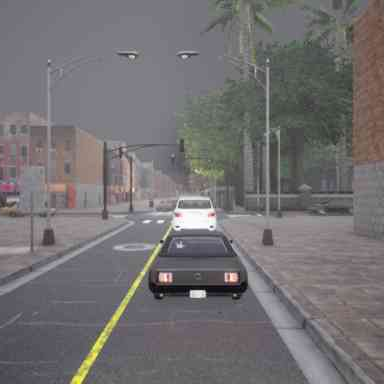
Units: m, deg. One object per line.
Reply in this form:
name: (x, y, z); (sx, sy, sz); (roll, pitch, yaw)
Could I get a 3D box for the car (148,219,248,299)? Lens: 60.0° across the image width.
car: (0.114, 1.602, 8.371); (1.895, 1.301, 4.718); (0, 0, 0)

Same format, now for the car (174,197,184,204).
car: (-2.643, 1.658, 68.416); (1.895, 1.301, 4.718); (0, 0, 0)

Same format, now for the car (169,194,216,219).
car: (0.134, 1.229, 18.136); (2.150, 2.045, 5.566); (0, 0, 0)

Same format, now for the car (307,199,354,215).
car: (13.734, 1.485, 32.440); (4.892, 1.490, 1.837); (0, 0, 0)

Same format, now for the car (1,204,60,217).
car: (-14.394, 1.570, 29.710); (4.829, 1.417, 1.752); (0, 0, 0)

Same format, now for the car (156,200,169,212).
car: (-3.025, 1.630, 39.637); (1.895, 1.301, 4.718); (0, 0, 5)

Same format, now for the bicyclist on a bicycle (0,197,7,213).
bicyclist on a bicycle: (-20.087, 1.370, 35.359); (0.582, 1.620, 1.656); (0, 0, 0)

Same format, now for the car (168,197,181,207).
car: (-2.756, 1.570, 53.430); (1.812, 1.442, 4.674); (0, 0, 0)
